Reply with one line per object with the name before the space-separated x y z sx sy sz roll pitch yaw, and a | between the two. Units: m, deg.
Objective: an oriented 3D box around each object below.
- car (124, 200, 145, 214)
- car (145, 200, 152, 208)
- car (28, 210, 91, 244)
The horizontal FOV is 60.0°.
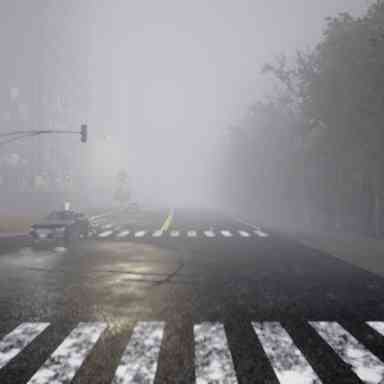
car | -7.510 2.051 42.617 1.812 1.442 4.674 0 -1 -3
car | -8.772 2.277 64.502 2.128 1.511 4.902 0 -1 -4
car | -6.682 1.706 17.243 2.128 1.511 4.902 0 -1 -1
